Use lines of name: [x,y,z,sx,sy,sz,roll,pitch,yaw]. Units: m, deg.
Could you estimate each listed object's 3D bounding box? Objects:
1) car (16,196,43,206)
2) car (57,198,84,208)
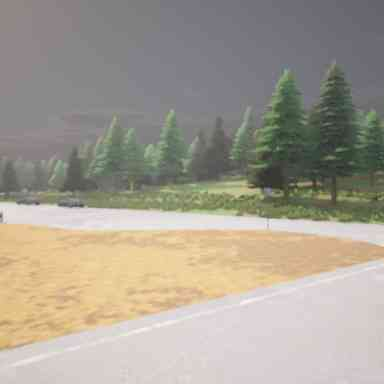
car: [-25.378,1.372,51.974,5.357,1.411,2.033,0,0,38]
car: [-16.553,1.463,45.194,4.181,1.385,1.994,0,0,38]
